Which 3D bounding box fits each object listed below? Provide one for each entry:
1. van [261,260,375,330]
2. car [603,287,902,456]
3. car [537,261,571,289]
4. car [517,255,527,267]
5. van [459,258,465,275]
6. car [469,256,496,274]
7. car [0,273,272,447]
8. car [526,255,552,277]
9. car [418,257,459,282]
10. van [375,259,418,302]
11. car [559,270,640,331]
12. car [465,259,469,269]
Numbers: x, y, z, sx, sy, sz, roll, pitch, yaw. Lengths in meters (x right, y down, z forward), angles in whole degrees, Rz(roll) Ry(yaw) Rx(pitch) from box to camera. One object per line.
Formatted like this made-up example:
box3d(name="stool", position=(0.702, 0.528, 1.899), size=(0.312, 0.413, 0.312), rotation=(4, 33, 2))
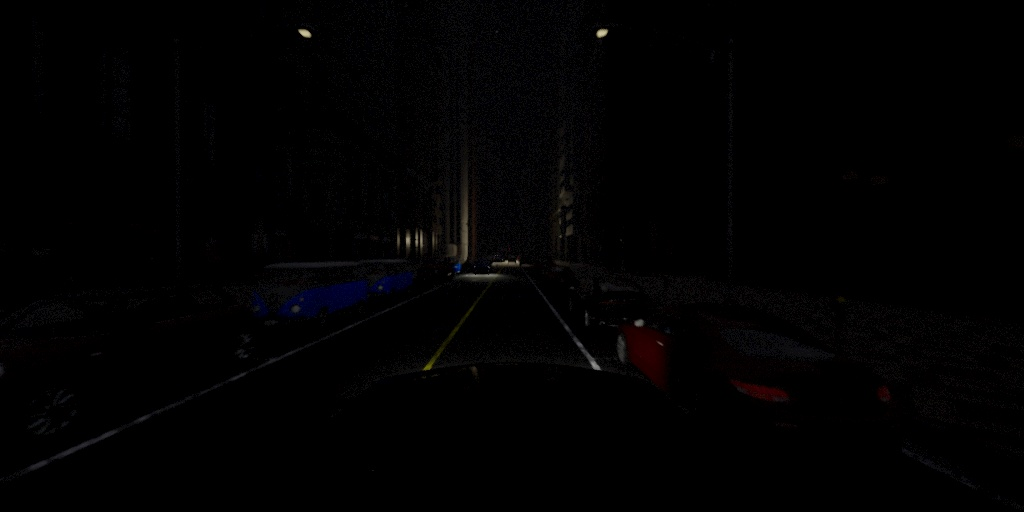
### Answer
box3d(name="van", position=(-5.759, 1.057, 10.663), size=(1.690, 1.789, 3.998), rotation=(0, 0, 0))
box3d(name="car", position=(2.764, 1.319, 5.040), size=(1.802, 1.307, 4.207), rotation=(0, 0, 0))
box3d(name="car", position=(2.769, 1.221, 21.948), size=(1.888, 1.381, 4.507), rotation=(0, 0, 0))
box3d(name="car", position=(2.414, 0.777, 62.743), size=(2.150, 2.045, 5.566), rotation=(0, 0, 0))
box3d(name="van", position=(-5.752, 0.978, 33.208), size=(1.690, 1.789, 3.998), rotation=(0, 0, 0))
box3d(name="car", position=(-3.077, 1.097, 38.563), size=(1.882, 1.535, 5.008), rotation=(0, 0, 0))
box3d(name="car", position=(-5.761, 1.177, 5.027), size=(1.967, 1.591, 4.097), rotation=(0, 0, 0))
box3d(name="car", position=(2.773, 0.952, 33.220), size=(2.192, 1.841, 5.009), rotation=(0, 0, 0))
box3d(name="car", position=(-5.754, 0.971, 27.571), size=(2.192, 1.841, 5.009), rotation=(0, 0, 0))
box3d(name="van", position=(-5.757, 1.037, 16.299), size=(1.690, 1.789, 3.998), rotation=(0, 0, 0))
box3d(name="car", position=(2.766, 1.267, 10.676), size=(2.007, 1.370, 4.403), rotation=(0, 0, 0))
box3d(name="car", position=(-5.747, 1.130, 50.118), size=(1.888, 1.381, 4.507), rotation=(0, 0, 0))
